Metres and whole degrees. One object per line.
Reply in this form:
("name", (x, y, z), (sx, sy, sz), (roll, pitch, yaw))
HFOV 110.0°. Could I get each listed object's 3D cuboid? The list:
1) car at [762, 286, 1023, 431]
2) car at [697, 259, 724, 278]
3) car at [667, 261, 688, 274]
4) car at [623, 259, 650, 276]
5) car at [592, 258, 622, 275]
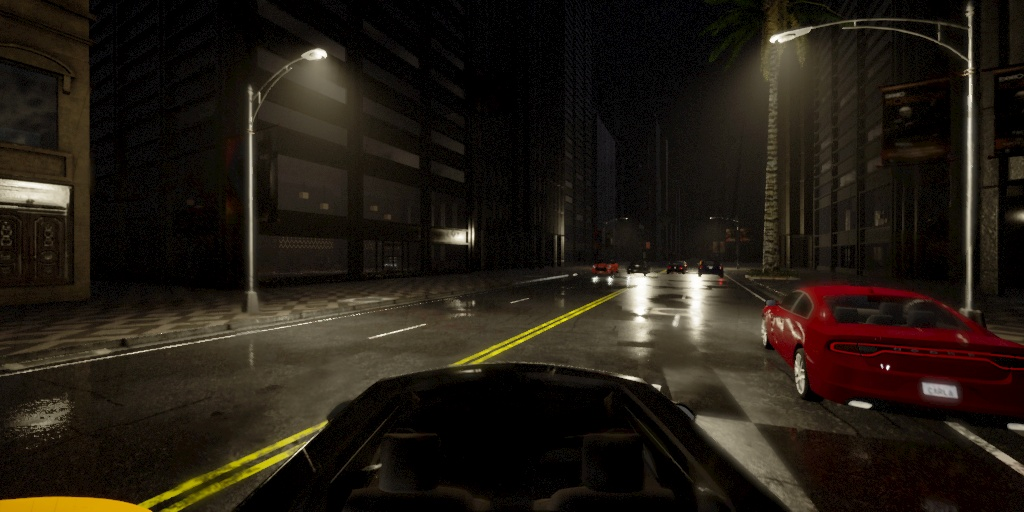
("car", (5.516, 1.228, 5.869), (1.882, 1.535, 5.008), (0, 0, 27))
("car", (19.305, 1.117, 34.939), (2.097, 1.767, 4.553), (0, 0, 27))
("car", (18.667, 1.316, 40.762), (2.033, 1.411, 5.357), (0, 0, 27))
("car", (13.485, 1.270, 38.234), (1.837, 1.490, 4.892), (0, 0, 27))
("car", (10.149, 1.116, 38.857), (2.097, 1.767, 4.553), (0, 0, 27))
